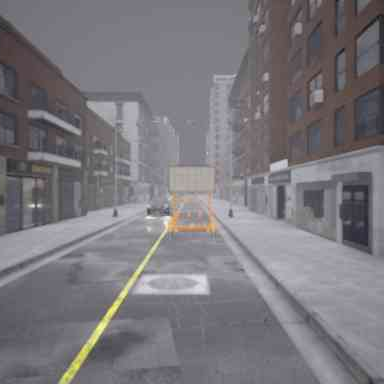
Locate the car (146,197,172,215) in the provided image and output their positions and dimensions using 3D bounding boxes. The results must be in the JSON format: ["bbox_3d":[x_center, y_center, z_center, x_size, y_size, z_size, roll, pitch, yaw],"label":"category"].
[{"bbox_3d":[-3.080,1.262,31.872,2.097,1.767,4.553,0,0,0],"label":"car"}]

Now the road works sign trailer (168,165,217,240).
[{"bbox_3d":[0.007,0.419,16.770,2.380,3.560,2.880,0,0,0],"label":"road works sign trailer"}]

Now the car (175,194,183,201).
[{"bbox_3d":[-2.971,1.125,72.374,1.837,1.490,4.892,0,0,0],"label":"car"}]
